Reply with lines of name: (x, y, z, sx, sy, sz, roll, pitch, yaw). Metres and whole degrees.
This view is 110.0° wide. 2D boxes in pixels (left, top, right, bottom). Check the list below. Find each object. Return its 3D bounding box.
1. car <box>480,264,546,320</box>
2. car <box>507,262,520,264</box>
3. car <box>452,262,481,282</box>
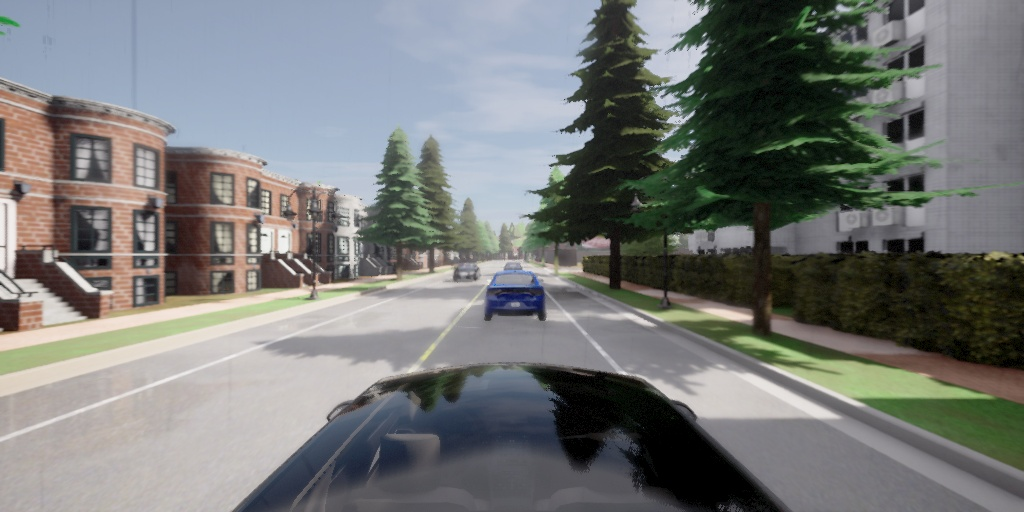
car: (0.101, 1.229, 12.654, 1.882, 1.535, 5.008, 0, 0, 0)
car: (0.104, 1.300, 33.390, 2.033, 1.411, 5.357, 0, 0, 0)
car: (-3.549, 1.245, 28.808, 2.128, 1.511, 4.902, 0, 0, 0)
